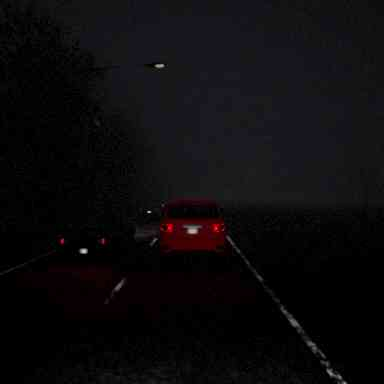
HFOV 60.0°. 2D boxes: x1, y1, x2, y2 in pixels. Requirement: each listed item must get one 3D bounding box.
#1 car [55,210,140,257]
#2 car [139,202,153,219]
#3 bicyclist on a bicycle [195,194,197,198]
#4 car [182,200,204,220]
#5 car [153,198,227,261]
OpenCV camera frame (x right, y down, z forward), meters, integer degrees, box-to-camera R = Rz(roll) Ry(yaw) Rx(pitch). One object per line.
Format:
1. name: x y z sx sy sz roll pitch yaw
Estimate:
1. car: -3.444 1.604 12.866 1.895 1.301 4.718 0 0 1
2. car: -3.414 1.570 28.649 1.994 1.385 4.181 0 0 0
3. bicyclist on a bicycle: 1.085 1.389 89.760 0.659 1.776 1.843 0 0 0
4. car: 0.090 1.530 29.146 1.812 1.442 4.674 0 0 1
5. car: 0.051 1.225 12.437 2.150 2.045 5.566 0 0 1
